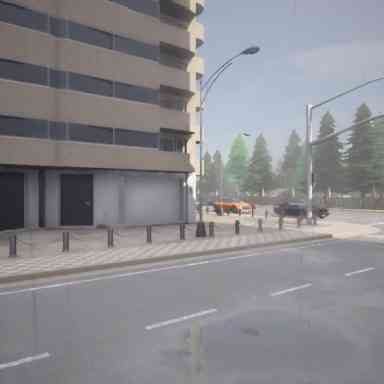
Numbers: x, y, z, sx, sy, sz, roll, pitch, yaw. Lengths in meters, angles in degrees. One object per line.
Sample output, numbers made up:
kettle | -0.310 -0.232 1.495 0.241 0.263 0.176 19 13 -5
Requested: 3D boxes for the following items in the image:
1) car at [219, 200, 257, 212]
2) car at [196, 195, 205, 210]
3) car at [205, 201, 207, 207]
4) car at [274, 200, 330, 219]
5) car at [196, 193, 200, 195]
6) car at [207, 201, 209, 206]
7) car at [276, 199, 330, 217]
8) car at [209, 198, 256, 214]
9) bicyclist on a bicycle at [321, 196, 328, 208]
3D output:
car | 5.609 1.656 41.020 1.895 1.301 4.718 0 0 -36
car | -0.920 1.533 44.102 1.882 1.535 5.008 0 0 -36
car | -0.193 1.619 49.083 1.994 1.385 4.181 0 0 -36
car | 9.650 1.656 29.438 1.895 1.301 4.718 0 0 -36
car | -0.060 1.276 61.097 2.150 2.045 5.566 0 0 -35
car | 3.803 1.602 49.847 2.033 1.411 5.357 0 0 -36
car | 11.075 1.533 33.444 1.882 1.535 5.008 0 0 -36
car | 4.434 1.407 36.670 2.097 1.767 4.553 0 0 -36
bicyclist on a bicycle | 17.369 1.356 43.492 1.656 1.620 0.582 0 0 -36
